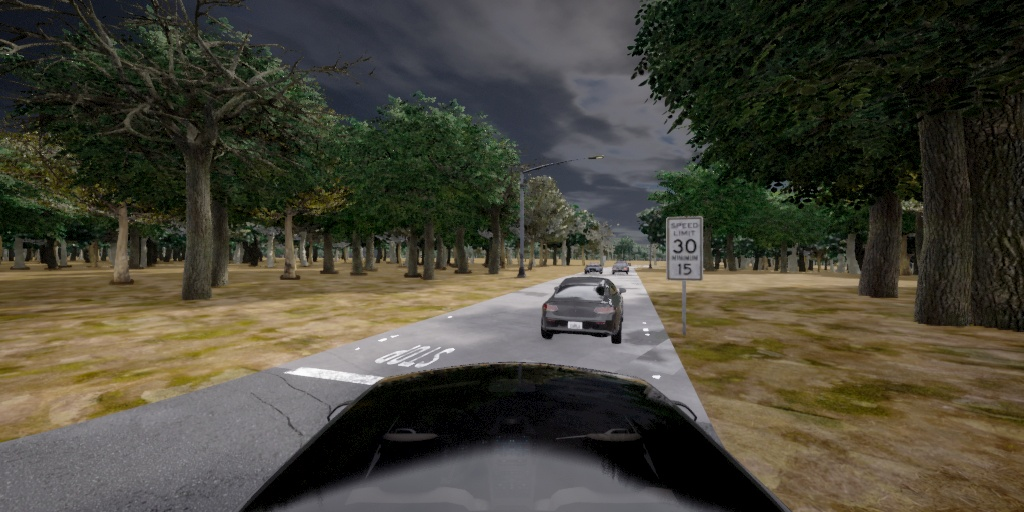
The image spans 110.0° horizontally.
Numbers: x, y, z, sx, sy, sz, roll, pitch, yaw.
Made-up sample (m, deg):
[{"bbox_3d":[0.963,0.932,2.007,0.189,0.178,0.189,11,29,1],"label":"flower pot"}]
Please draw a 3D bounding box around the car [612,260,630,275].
[{"bbox_3d":[13.001,1.482,42.990,2.033,1.411,5.357,0,-1,18],"label":"car"}]

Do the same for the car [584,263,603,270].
[{"bbox_3d":[10.109,1.500,44.058,1.994,1.385,4.181,0,-1,18],"label":"car"}]

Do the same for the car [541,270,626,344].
[{"bbox_3d":[2.029,1.278,9.657,1.812,1.442,4.674,0,0,18],"label":"car"}]
